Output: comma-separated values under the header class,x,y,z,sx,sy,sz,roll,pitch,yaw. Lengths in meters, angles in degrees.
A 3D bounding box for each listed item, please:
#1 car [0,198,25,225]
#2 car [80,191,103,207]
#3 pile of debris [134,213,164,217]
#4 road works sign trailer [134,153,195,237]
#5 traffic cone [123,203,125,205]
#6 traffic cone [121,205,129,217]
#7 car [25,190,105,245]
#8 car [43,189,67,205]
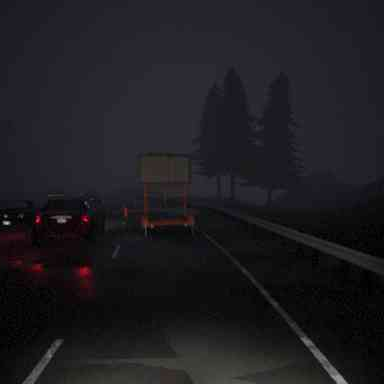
class,x,y,z,sx,sy,sz,roll,pitch,yaw
car,-9.136,1.097,17.763,1.895,1.301,4.718,0,2,-13
car,-10.035,0.628,33.031,1.994,1.385,4.181,-1,2,-18
pile of debris,-2.889,1.532,22.270,1.860,0.140,1.500,0,2,-13
road works sign trailer,-1.267,0.023,15.415,2.380,3.560,2.880,0,2,-13
traffic cone,-4.799,1.277,23.864,0.340,0.580,0.340,0,2,-13
traffic cone,-4.336,1.332,21.919,0.340,0.580,0.340,0,2,-13
car,-4.846,0.962,13.665,2.097,1.767,4.553,0,2,-8
car,-14.623,0.481,35.720,2.128,1.511,4.902,-1,2,-19
